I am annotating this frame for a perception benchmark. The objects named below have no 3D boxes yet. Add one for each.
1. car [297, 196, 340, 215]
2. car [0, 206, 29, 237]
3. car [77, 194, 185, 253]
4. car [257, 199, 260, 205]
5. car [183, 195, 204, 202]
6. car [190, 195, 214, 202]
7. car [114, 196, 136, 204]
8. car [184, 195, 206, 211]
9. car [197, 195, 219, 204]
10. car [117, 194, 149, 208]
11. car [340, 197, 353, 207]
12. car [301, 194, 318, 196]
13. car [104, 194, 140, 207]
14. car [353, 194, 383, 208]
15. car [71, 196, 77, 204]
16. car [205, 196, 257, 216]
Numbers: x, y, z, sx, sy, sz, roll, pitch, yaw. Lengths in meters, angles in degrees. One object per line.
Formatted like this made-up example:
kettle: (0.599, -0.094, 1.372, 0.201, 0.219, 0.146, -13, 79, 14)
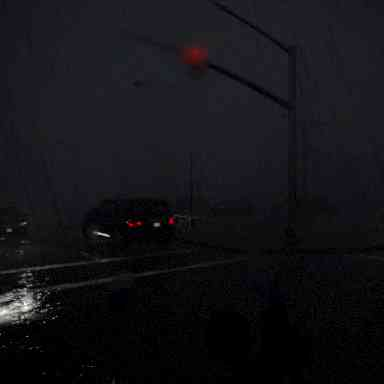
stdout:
car: (11.377, 1.376, 30.958, 4.514, 1.523, 2.007, 0, 0, -36)
car: (-10.031, 1.546, 17.670, 2.128, 1.511, 4.902, 0, 0, -36)
car: (-2.894, 1.282, 14.409, 2.150, 2.045, 5.566, 0, 0, -37)
car: (8.763, 1.384, 52.968, 4.514, 1.523, 2.007, 0, 0, -36)
car: (0.411, 1.434, 77.721, 4.514, 1.523, 2.007, 0, 0, -36)
car: (2.284, 1.424, 75.205, 5.027, 1.636, 2.152, 0, 0, -36)
car: (-12.959, 1.472, 64.431, 3.806, 1.475, 1.970, 0, 0, -36)
car: (-0.493, 1.231, 34.841, 5.027, 1.636, 2.152, 0, 0, -36)
car: (2.966, 1.408, 61.107, 3.633, 1.501, 1.845, 0, 0, -36)
car: (-7.959, 1.158, 45.231, 3.866, 1.878, 1.905, 0, 0, -36)
car: (22.319, 1.446, 47.417, 3.806, 1.475, 1.970, 0, 0, -36)
car: (15.455, 1.180, 42.437, 4.605, 1.855, 1.932, 0, 0, -36)
car: (-9.990, 1.179, 47.349, 4.605, 1.855, 1.932, 0, 0, -36)
car: (23.763, 1.161, 44.360, 3.866, 1.878, 1.905, 0, 0, -36)
car: (-20.724, 1.460, 62.520, 3.633, 1.501, 1.845, 0, 0, -36)
car: (3.515, 1.309, 29.819, 3.806, 1.475, 1.970, 0, 0, -36)
